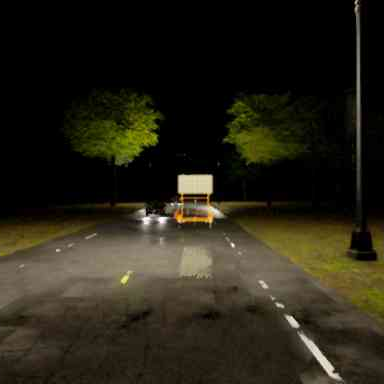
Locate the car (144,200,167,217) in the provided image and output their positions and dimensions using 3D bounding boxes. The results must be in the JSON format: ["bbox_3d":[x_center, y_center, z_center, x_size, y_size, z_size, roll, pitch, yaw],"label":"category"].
[{"bbox_3d":[-3.578,1.615,33.421,1.837,1.490,4.892,0,0,0],"label":"car"}]

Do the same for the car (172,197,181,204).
[{"bbox_3d":[-3.460,1.799,73.768,1.837,1.490,4.892,0,0,0],"label":"car"}]

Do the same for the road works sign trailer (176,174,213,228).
[{"bbox_3d":[0.231,0.534,22.828,2.380,3.560,2.880,0,0,2],"label":"road works sign trailer"}]
